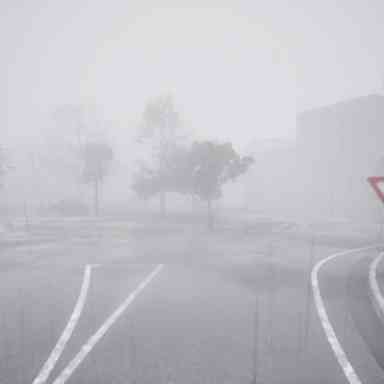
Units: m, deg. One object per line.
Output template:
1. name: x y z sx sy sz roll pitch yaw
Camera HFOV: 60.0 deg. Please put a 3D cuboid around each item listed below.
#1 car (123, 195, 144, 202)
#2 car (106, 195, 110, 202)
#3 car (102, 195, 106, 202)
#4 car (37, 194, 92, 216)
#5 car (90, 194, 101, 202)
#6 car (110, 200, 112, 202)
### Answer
1. car: -12.676 1.529 75.930 4.553 1.767 2.185 0 -1 -2
2. car: -25.607 1.967 88.755 5.366 1.575 1.946 0 -2 -2
3. car: -25.186 1.556 83.059 5.566 2.045 2.435 0 -1 -2
4. car: -12.754 1.363 32.839 2.097 1.767 4.553 0 -1 45
5. car: -24.963 1.434 77.602 5.566 2.045 2.435 0 -1 -2
6. car: -25.702 2.053 91.414 5.366 1.575 1.946 0 -2 -2
